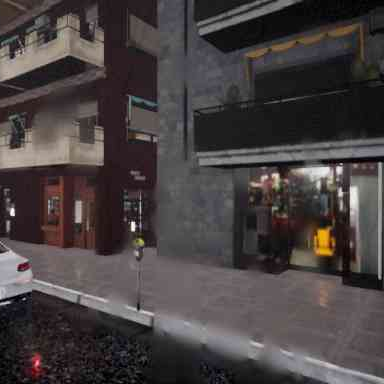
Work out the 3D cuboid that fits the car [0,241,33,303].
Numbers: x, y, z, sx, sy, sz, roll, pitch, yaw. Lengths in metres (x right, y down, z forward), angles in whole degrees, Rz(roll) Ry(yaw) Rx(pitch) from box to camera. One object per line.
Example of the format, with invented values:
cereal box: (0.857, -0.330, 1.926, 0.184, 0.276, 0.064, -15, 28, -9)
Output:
car: (-5.154, 1.526, 6.957, 4.674, 1.442, 1.812, 0, 0, 36)
